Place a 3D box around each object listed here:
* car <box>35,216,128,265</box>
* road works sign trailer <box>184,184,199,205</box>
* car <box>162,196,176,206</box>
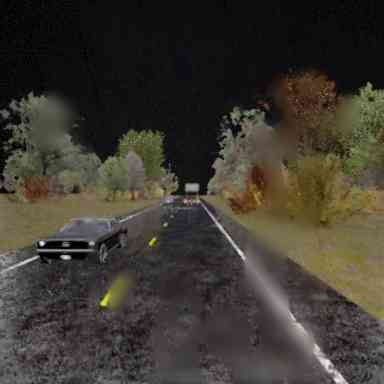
[{"bbox_3d":[-3.600,1.554,11.712,1.895,1.301,4.718,0,0,0],"label":"car"},{"bbox_3d":[0.008,0.288,56.107,2.380,3.560,2.880,0,0,0],"label":"road works sign trailer"},{"bbox_3d":[-3.568,1.324,52.312,2.128,1.511,4.902,0,0,0],"label":"car"}]
